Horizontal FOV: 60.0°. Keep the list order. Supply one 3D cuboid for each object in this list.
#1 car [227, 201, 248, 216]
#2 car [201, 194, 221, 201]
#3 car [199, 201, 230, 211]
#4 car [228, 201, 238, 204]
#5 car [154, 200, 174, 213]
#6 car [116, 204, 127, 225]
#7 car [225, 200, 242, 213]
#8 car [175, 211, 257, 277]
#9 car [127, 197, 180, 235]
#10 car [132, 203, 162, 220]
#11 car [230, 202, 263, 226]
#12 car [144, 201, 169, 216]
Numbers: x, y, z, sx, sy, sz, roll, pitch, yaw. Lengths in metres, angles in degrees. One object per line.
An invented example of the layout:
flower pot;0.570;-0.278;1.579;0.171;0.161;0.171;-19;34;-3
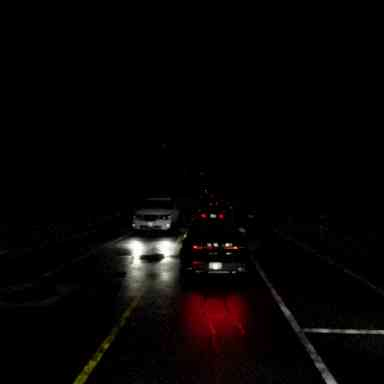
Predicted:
car;4.761;1.747;35.675;1.887;1.381;4.507;-1;0;3
car;2.189;1.438;38.830;2.150;2.045;5.566;0;0;3
car;1.499;1.686;25.209;2.033;1.411;5.357;0;0;3
car;4.441;1.715;30.179;1.887;1.381;4.507;-1;0;3
car;-3.430;1.769;41.666;1.887;1.381;4.507;-1;0;3
car;-4.390;1.570;25.179;1.967;1.590;4.097;-1;0;3
car;5.081;1.779;41.171;1.887;1.381;4.507;-1;0;3
car;0.653;1.559;10.413;1.837;1.490;4.892;0;-1;2
car;-2.008;1.326;20.036;2.150;2.045;5.566;0;0;3
car;-4.069;1.727;30.674;1.947;1.339;4.313;-1;0;3
car;4.122;1.705;24.684;1.947;1.339;4.313;-1;0;3
car;-3.749;1.744;36.170;2.008;1.369;4.403;-1;0;3
